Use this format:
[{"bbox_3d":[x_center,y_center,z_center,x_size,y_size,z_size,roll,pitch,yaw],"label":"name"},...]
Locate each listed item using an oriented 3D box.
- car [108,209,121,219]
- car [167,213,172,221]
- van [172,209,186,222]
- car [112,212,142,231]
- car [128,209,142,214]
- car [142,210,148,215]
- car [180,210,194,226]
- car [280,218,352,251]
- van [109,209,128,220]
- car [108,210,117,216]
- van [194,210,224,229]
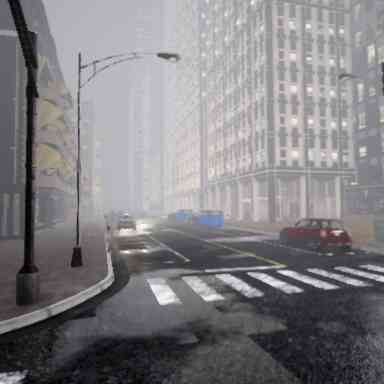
[{"bbox_3d":[-14.988,4.162,64.210,2.192,1.841,5.009,0,-3,-15],"label":"car"},{"bbox_3d":[-2.512,3.701,50.011,1.947,1.339,4.313,0,-3,-15],"label":"car"},{"bbox_3d":[-1.052,3.224,44.571,1.690,1.788,3.998,0,-3,-15],"label":"van"},{"bbox_3d":[-6.228,2.880,31.494,2.008,1.369,4.403,0,-3,-15],"label":"car"},{"bbox_3d":[-14.851,5.404,85.688,1.895,1.301,4.718,0,-3,-15],"label":"car"},{"bbox_3d":[-12.729,5.498,88.166,1.802,1.307,4.206,0,-3,-15],"label":"car"},{"bbox_3d":[0.408,3.181,39.110,2.008,1.369,4.403,0,-3,-15],"label":"car"},{"bbox_3d":[6.247,2.066,17.311,1.967,1.590,4.097,0,-3,-15],"label":"car"},{"bbox_3d":[-10.608,3.427,47.856,1.690,1.788,3.998,0,-3,-15],"label":"van"},{"bbox_3d":[-19.365,5.161,80.551,2.008,1.369,4.403,0,-3,-15],"label":"car"},{"bbox_3d":[1.867,2.720,33.669,1.690,1.788,3.998,0,-3,-15],"label":"van"}]
